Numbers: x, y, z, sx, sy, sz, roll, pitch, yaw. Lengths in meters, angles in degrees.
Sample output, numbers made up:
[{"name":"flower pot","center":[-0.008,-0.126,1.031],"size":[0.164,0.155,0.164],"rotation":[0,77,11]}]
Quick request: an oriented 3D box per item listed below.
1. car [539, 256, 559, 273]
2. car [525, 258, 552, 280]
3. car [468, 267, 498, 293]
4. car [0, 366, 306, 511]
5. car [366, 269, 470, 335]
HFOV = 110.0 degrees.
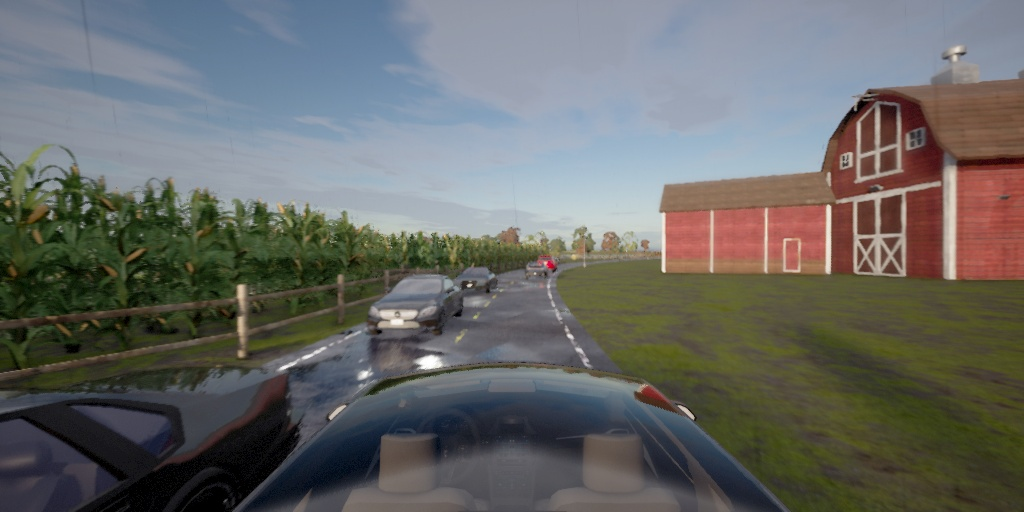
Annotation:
[{"name":"car","center":[4.344,0.952,44.081],"size":[2.150,2.045,5.566],"rotation":[0,0,11]},{"name":"car","center":[2.237,1.243,32.004],"size":[2.128,1.511,4.902],"rotation":[0,0,8]},{"name":"car","center":[-2.007,1.327,20.607],"size":[1.994,1.385,4.181],"rotation":[0,0,6]},{"name":"car","center":[-2.744,1.303,0.809],"size":[2.033,1.411,5.357],"rotation":[0,0,0]},{"name":"car","center":[-2.608,1.288,10.709],"size":[1.812,1.442,4.674],"rotation":[0,0,2]}]
